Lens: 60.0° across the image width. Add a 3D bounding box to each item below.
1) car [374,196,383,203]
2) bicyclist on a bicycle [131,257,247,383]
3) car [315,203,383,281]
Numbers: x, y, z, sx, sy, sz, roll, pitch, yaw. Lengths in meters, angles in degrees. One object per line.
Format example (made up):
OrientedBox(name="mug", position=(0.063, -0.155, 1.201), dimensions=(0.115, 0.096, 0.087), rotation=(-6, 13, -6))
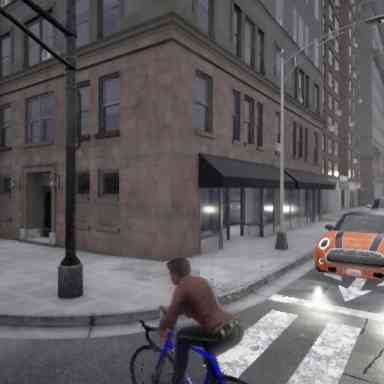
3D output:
OrientedBox(name="car", position=(11.264, 1.273, 18.637), dimensions=(2.150, 2.045, 5.566), rotation=(0, 0, 35))
OrientedBox(name="bicyclist on a bicycle", position=(0.003, 1.463, 3.133), dimensions=(1.656, 1.620, 0.582), rotation=(0, 1, 39))
OrientedBox(name="car", position=(5.237, 1.382, 9.970), dimensions=(2.097, 1.767, 4.553), rotation=(0, 0, 35))
